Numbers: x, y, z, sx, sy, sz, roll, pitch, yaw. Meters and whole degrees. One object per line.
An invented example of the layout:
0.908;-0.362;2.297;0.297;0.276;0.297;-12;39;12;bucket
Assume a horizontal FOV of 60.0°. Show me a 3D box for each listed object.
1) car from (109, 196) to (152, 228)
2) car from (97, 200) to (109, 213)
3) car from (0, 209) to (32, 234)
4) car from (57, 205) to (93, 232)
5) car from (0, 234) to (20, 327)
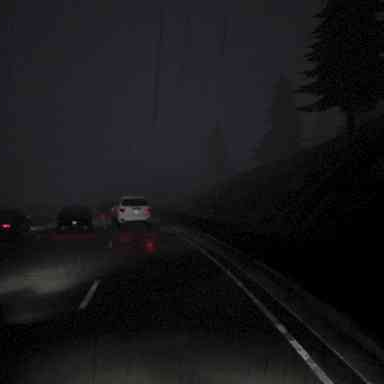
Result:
-4.226;1.272;22.816;2.150;2.045;5.566;0;0;-18;car
-10.107;1.621;39.334;1.812;1.442;4.674;0;0;-20;car
-9.866;1.613;17.599;2.033;1.411;5.357;0;0;-17;car
-7.185;1.536;20.578;1.882;1.535;5.008;0;0;-17;car
-3.727;1.511;3.105;2.128;1.511;4.902;0;0;-3;car
